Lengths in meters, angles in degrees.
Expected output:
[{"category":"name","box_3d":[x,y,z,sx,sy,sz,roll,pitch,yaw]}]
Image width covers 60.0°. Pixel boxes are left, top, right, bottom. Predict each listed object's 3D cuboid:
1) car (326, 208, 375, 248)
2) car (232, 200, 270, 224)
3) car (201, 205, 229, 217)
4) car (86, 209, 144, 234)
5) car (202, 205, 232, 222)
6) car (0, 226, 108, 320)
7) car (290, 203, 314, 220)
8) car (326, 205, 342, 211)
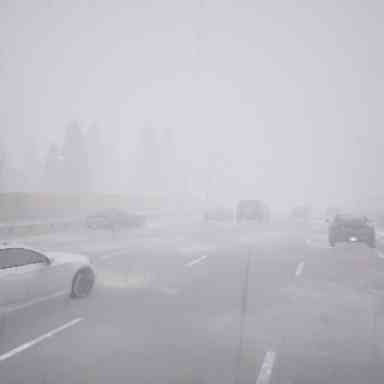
[{"category":"car","box_3d":[7.773,1.786,16.435,1.837,1.490,4.892,0,-1,22]},{"category":"car","box_3d":[5.514,1.727,29.692,2.150,2.045,5.566,0,-1,22]},{"category":"car","box_3d":[2.891,2.294,40.988,1.895,1.301,4.718,0,-1,24]},{"category":"car","box_3d":[-4.979,1.869,22.256,2.128,1.511,4.902,0,-1,22]},{"category":"car","box_3d":[2.641,2.106,31.939,1.994,1.385,4.181,0,-1,22]},{"category":"car","box_3d":[-3.809,1.634,6.260,1.812,1.442,4.674,0,-1,22]},{"category":"car","box_3d":[11.565,2.148,35.429,2.033,1.411,5.357,0,-1,22]},{"category":"car","box_3d":[17.379,2.289,40.576,1.895,1.301,4.718,0,-1,22]}]
